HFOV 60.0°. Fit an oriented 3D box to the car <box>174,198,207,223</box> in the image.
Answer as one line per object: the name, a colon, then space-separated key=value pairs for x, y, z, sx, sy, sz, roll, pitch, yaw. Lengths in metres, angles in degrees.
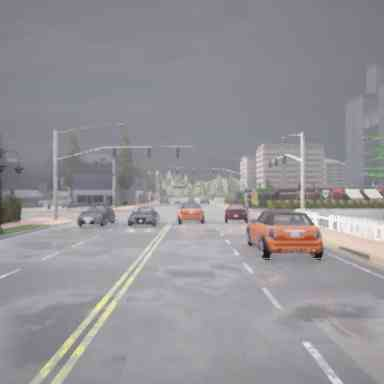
car: x=-0.222 y=1.658 z=28.392 sx=2.097 sy=1.767 sz=4.553 roll=0 pitch=-1 yaw=-5

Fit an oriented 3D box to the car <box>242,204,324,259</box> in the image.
car: x=3.517 y=1.497 z=13.417 sx=2.097 sy=1.767 sz=4.553 roll=0 pitch=-1 yaw=0

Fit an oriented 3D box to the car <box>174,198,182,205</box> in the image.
car: x=-3.546 y=2.397 z=85.263 sx=1.882 sy=1.535 sz=5.008 roll=0 pitch=-1 yaw=0

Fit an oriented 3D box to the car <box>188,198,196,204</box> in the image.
car: x=-0.046 y=2.412 z=86.287 sx=2.128 sy=1.511 sz=4.902 roll=0 pitch=-1 yaw=0

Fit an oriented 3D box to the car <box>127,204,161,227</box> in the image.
car: x=-3.536 y=1.835 z=24.950 sx=1.994 sy=1.385 sz=4.181 roll=0 pitch=-1 yaw=0

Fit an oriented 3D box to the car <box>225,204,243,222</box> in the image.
car: x=4.062 y=1.793 z=29.150 sx=1.882 sy=1.535 sz=5.008 roll=0 pitch=0 yaw=13

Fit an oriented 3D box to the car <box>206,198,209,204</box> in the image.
car: x=3.454 y=2.412 z=86.289 sx=2.128 sy=1.511 sz=4.902 roll=0 pitch=-1 yaw=0

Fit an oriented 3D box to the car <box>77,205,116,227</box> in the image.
car: x=-7.033 y=1.762 z=24.911 sx=2.128 sy=1.511 sz=4.902 roll=0 pitch=-1 yaw=0

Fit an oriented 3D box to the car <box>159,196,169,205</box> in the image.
car: x=-7.045 y=2.144 z=85.234 sx=2.150 sy=2.045 sz=5.566 roll=0 pitch=-1 yaw=0
